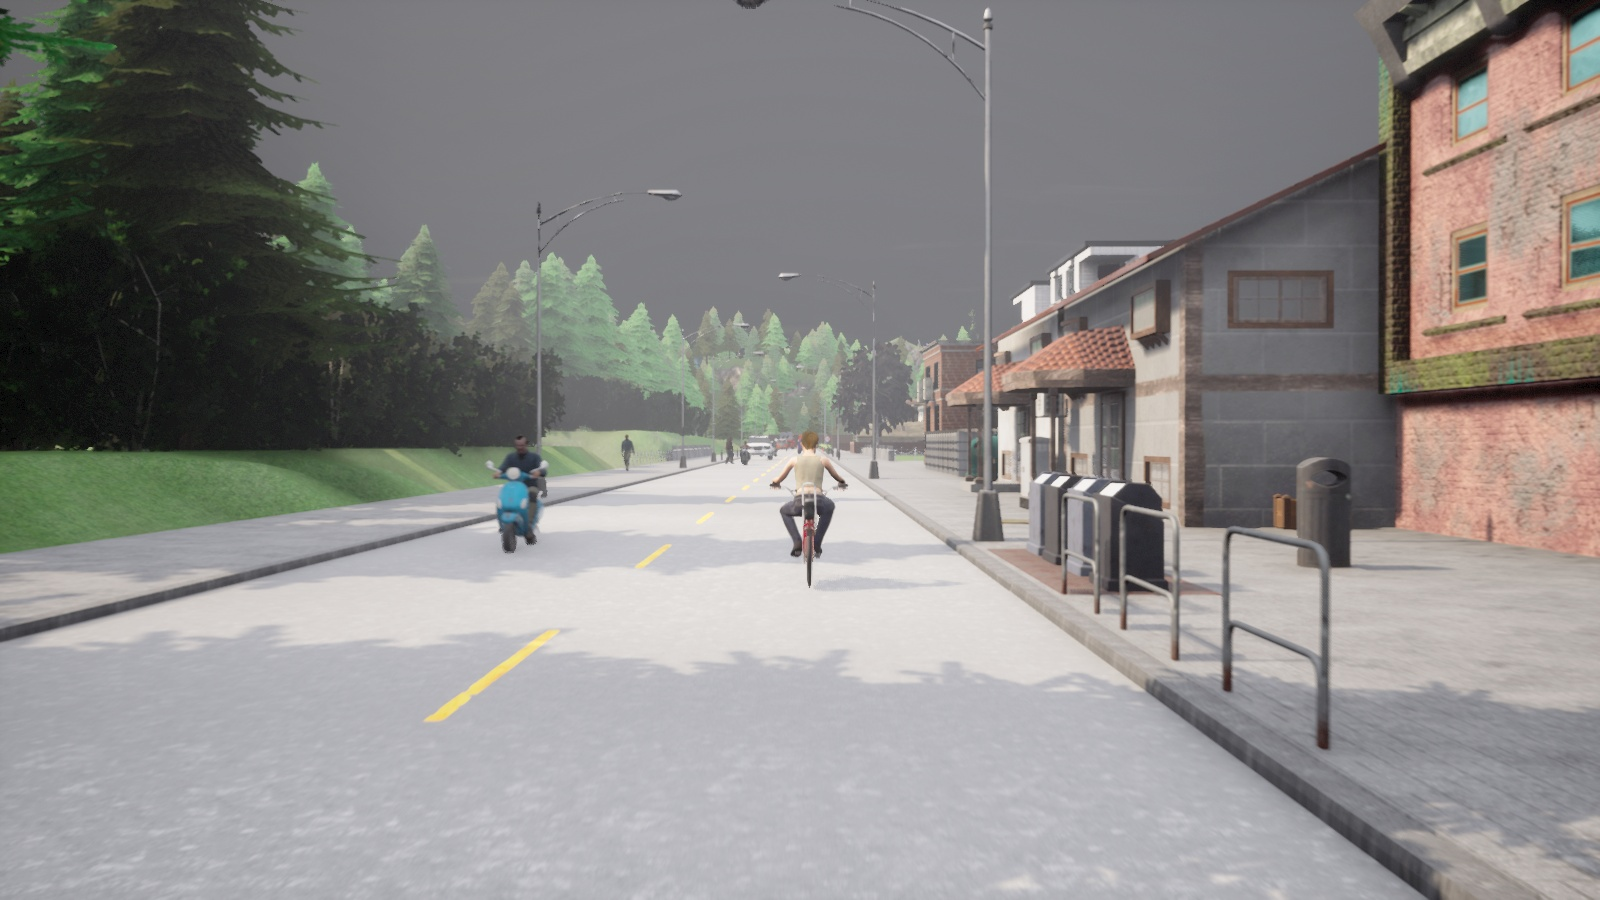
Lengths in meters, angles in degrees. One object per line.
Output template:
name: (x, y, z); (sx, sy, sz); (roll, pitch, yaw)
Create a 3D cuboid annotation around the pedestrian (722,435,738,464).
pedestrian: (-4.465, -0.034, 79.845); (0.899, 1.844, 0.634); (0, 0, 11)

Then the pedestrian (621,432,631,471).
pedestrian: (-8.247, 0.074, 59.668); (0.370, 1.835, 0.726); (0, 0, 0)

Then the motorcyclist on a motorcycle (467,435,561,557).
motorcyclist on a motorcycle: (-3.887, 0.589, 17.212); (0.866, 1.590, 1.817); (0, 0, 0)

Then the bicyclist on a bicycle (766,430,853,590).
bicyclist on a bicycle: (0.096, 0.599, 13.381); (0.866, 1.612, 1.509); (0, 0, 0)
